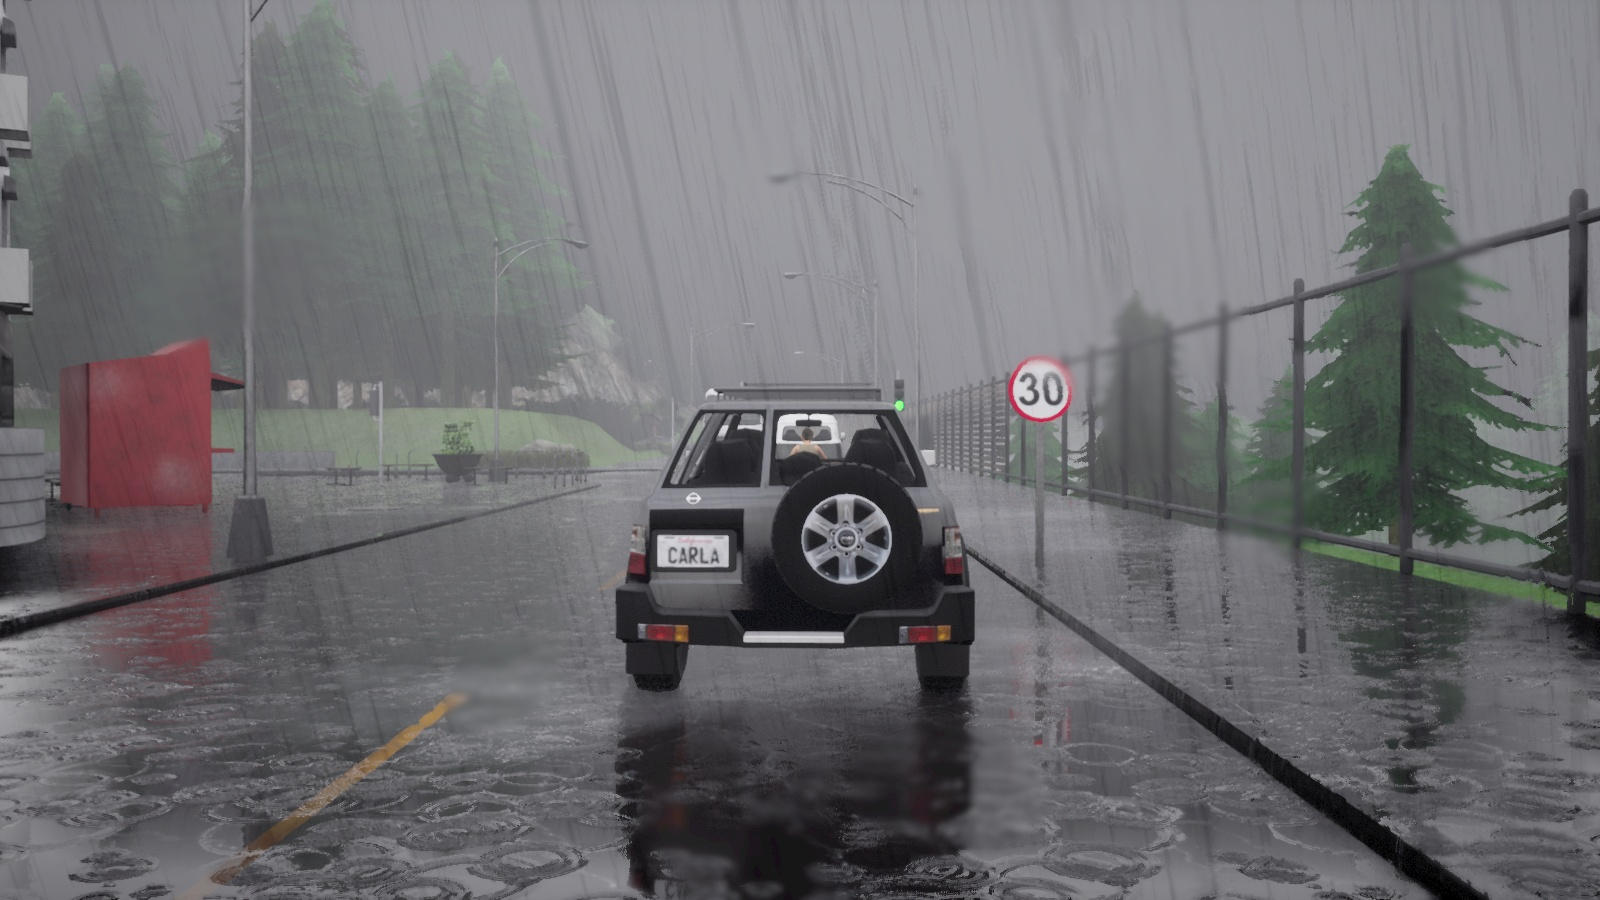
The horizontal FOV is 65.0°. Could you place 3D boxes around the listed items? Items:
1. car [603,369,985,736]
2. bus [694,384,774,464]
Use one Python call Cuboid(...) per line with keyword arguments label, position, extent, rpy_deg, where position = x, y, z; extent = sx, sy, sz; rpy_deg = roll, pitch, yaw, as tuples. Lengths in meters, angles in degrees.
Cuboid(label="car", position=(0.051, 0.468, 8.665), extent=(1.932, 1.855, 4.605), rpy_deg=(0, 1, 2))
Cuboid(label="bus", position=(-3.611, -1.434, 71.612), extent=(3.944, 4.253, 10.273), rpy_deg=(0, 1, 0))
